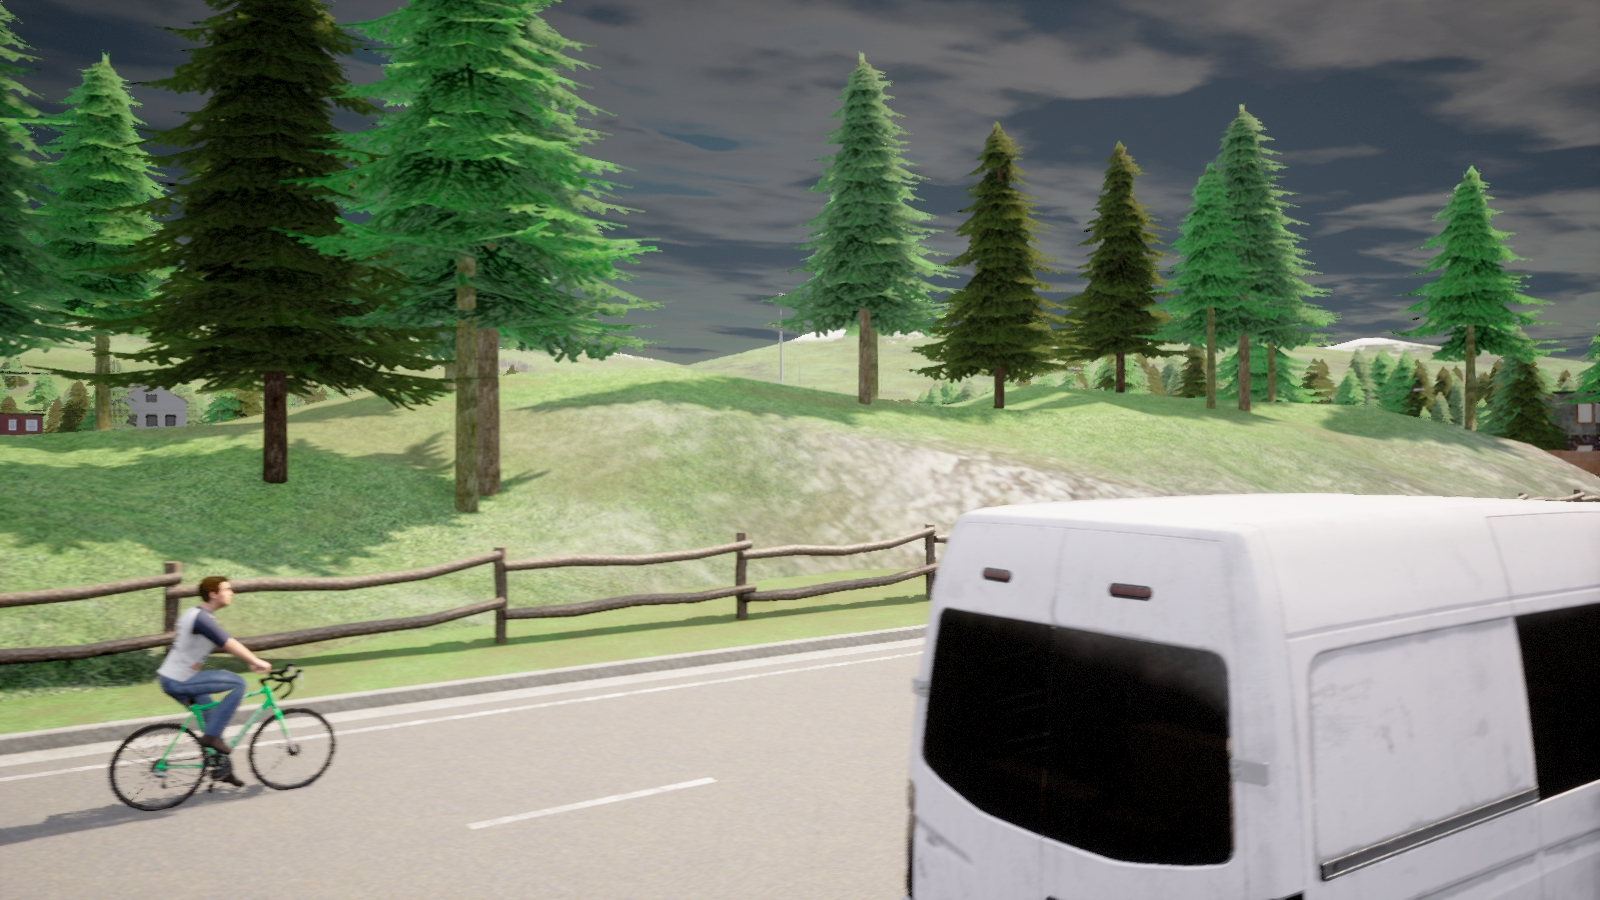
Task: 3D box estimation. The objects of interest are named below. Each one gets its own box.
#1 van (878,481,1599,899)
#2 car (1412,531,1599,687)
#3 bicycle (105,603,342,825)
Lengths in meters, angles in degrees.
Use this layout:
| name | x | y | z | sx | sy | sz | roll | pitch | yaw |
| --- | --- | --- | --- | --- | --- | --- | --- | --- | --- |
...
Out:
| name | x | y | z | sx | sy | sz | roll | pitch | yaw |
| --- | --- | --- | --- | --- | --- | --- | --- | --- | --- |
| van | 3.348 | 1.523 | 6.157 | 5.915 | 2.561 | 1.988 | 0 | 0 | -35 |
| car | 10.467 | 2.012 | 15.493 | 4.514 | 1.525 | 2.007 | 0 | 0 | -35 |
| bicycle | -4.577 | 2.052 | 9.134 | 1.643 | 1.496 | 0.373 | 1 | 0 | -35 |
